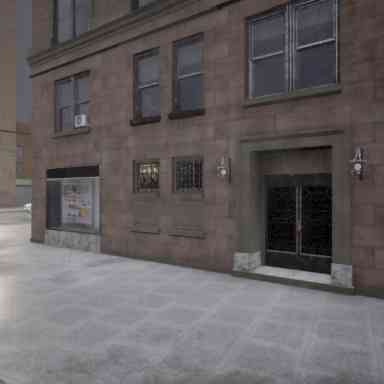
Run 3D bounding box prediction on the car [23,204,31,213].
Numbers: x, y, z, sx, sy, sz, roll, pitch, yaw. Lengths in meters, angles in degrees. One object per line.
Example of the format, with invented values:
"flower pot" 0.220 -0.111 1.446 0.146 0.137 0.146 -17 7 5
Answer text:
"car" -15.648 1.439 35.818 1.812 1.442 4.674 0 0 35
